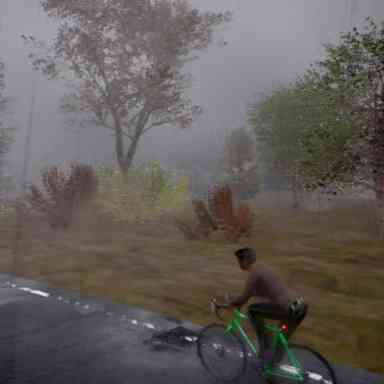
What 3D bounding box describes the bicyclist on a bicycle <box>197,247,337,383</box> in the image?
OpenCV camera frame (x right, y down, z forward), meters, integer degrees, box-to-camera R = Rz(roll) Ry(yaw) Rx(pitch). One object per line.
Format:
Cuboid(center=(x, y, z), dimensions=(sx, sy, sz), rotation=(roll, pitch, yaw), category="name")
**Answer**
Cuboid(center=(0.737, 1.452, 3.689), dimensions=(1.656, 1.620, 0.582), rotation=(0, 0, 35), category="bicyclist on a bicycle")
